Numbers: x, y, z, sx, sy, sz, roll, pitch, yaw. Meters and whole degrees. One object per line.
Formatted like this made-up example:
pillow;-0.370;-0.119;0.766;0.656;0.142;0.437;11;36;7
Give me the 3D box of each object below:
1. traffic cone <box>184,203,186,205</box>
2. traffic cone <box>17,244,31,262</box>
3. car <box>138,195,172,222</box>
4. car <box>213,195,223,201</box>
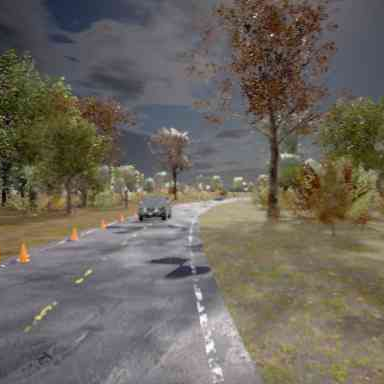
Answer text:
traffic cone;-1.263;2.043;61.598;0.340;0.580;0.340;-1;0;12
traffic cone;-5.703;2.048;11.291;0.340;0.580;0.340;-1;0;-1
car;-2.984;1.296;27.722;2.150;2.045;5.566;-1;0;3
car;6.438;1.507;81.603;1.837;1.490;4.892;-1;0;17
